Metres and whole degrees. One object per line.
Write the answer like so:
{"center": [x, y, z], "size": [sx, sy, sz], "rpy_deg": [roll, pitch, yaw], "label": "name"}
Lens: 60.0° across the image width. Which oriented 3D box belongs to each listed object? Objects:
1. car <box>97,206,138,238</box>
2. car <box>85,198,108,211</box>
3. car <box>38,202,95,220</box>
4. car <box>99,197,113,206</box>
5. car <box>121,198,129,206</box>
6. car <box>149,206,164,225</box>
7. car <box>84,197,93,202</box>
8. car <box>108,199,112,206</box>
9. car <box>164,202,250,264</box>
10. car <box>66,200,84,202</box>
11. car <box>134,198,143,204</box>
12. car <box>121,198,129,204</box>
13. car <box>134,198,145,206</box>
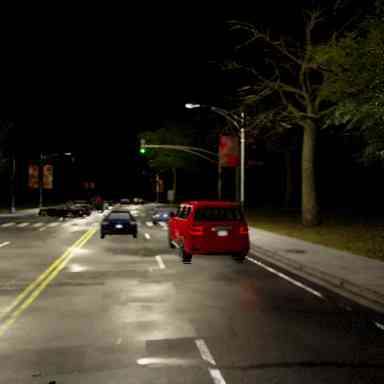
{"center": [-4.112, 1.745, 18.972], "size": [1.994, 1.385, 4.181], "rpy_deg": [1, -1, -11], "label": "car"}
{"center": [-12.280, 1.888, 42.945], "size": [1.837, 1.490, 4.892], "rpy_deg": [1, -1, -11], "label": "car"}
{"center": [-11.696, 1.838, 30.510], "size": [4.718, 1.301, 1.895], "rpy_deg": [0, -1, 20], "label": "car"}
{"center": [-16.273, 2.111, 63.906], "size": [1.837, 1.490, 4.892], "rpy_deg": [1, -1, -11], "label": "car"}
{"center": [-14.862, 2.342, 73.771], "size": [1.895, 1.301, 4.718], "rpy_deg": [1, -1, -11], "label": "car"}
{"center": [-2.403, 1.843, 27.085], "size": [2.033, 1.411, 5.357], "rpy_deg": [1, -1, -11], "label": "car"}
{"center": [-17.406, 1.937, 52.346], "size": [2.128, 1.511, 4.902], "rpy_deg": [1, -1, -11], "label": "car"}
{"center": [-14.041, 2.078, 52.031], "size": [1.895, 1.301, 4.718], "rpy_deg": [1, -1, -10], "label": "car"}
{"center": [0.417, 1.376, 12.721], "size": [2.150, 2.045, 5.566], "rpy_deg": [1, -1, -11], "label": "car"}
{"center": [-15.620, 1.855, 43.094], "size": [1.837, 1.490, 4.892], "rpy_deg": [1, -1, -11], "label": "car"}
{"center": [-13.571, 2.252, 84.179], "size": [1.882, 1.535, 5.008], "rpy_deg": [1, -1, -11], "label": "car"}
{"center": [-16.762, 2.286, 83.559], "size": [1.994, 1.385, 4.181], "rpy_deg": [1, -1, -11], "label": "car"}
{"center": [-11.666, 2.340, 74.362], "size": [1.994, 1.385, 4.181], "rpy_deg": [1, -1, -11], "label": "car"}
